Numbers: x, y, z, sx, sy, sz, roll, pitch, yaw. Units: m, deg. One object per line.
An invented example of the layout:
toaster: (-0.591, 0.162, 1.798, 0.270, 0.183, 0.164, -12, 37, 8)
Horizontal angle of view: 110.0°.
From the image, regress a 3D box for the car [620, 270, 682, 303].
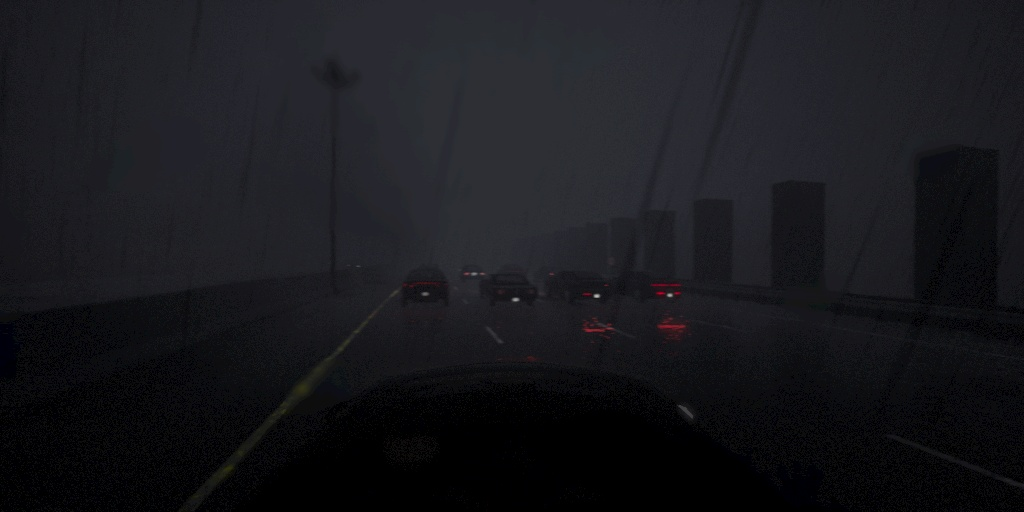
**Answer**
car: (6.444, 1.460, 18.201, 1.837, 1.490, 4.892, 1, 0, -13)

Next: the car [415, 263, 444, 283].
car: (-6.958, 1.363, 30.440, 2.128, 1.511, 4.902, 1, 0, -12)

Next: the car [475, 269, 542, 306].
car: (-0.339, 1.454, 16.443, 1.895, 1.301, 4.718, 1, 0, -13)

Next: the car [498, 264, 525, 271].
car: (-0.149, 1.447, 32.077, 1.882, 1.535, 5.008, 1, 0, -12)

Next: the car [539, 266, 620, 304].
car: (3.032, 1.411, 17.422, 1.837, 1.490, 4.892, 1, 0, -13)

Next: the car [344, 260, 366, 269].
car: (-22.554, 1.336, 52.310, 1.837, 1.490, 4.892, 2, 0, -13)

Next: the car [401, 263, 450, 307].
car: (-3.826, 1.283, 16.026, 1.882, 1.535, 5.008, 1, 0, -13)

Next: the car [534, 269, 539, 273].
car: (3.370, 1.564, 32.335, 2.033, 1.411, 5.357, 1, 0, -12)

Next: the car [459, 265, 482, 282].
car: (-3.474, 1.465, 30.869, 2.033, 1.411, 5.357, 1, 0, -12)
